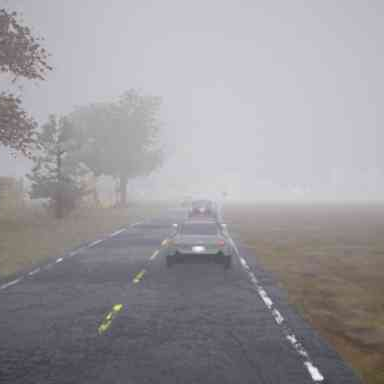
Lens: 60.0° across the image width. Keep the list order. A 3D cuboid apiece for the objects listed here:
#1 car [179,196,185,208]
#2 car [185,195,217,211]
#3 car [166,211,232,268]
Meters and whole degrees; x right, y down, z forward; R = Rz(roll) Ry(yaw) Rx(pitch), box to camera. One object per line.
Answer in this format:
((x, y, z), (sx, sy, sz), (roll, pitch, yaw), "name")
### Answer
((-0.550, 1.318, 48.385), (2.097, 1.767, 4.553), (0, 0, 6), "car")
((0.859, 1.335, 26.237), (2.097, 1.767, 4.553), (0, 0, 4), "car")
((0.249, 1.558, 11.322), (1.994, 1.385, 4.181), (0, 0, 2), "car")
